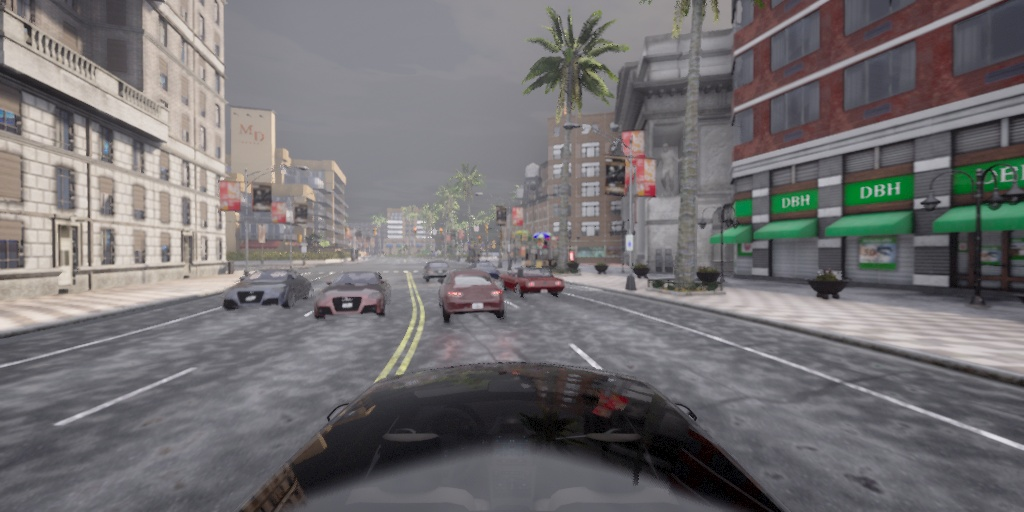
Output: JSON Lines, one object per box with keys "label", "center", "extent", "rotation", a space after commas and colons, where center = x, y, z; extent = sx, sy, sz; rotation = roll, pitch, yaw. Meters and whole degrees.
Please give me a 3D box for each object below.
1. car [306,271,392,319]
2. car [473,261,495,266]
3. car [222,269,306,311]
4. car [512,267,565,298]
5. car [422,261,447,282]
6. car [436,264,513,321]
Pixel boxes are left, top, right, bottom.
{"label": "car", "center": [-5.261, 1.220, 12.310], "extent": [1.994, 1.385, 4.181], "rotation": [0, 1, -14]}
{"label": "car", "center": [-2.320, 1.055, 27.793], "extent": [1.994, 1.385, 4.181], "rotation": [0, 1, -17]}
{"label": "car", "center": [-9.321, 1.214, 13.997], "extent": [1.994, 1.385, 4.181], "rotation": [0, 1, -15]}
{"label": "car", "center": [0.770, 1.190, 17.322], "extent": [1.895, 1.301, 4.718], "rotation": [0, 1, -16]}
{"label": "car", "center": [-5.477, 1.063, 26.216], "extent": [2.033, 1.411, 5.357], "rotation": [0, 1, -17]}
{"label": "car", "center": [-1.465, 1.175, 12.008], "extent": [1.812, 1.442, 4.674], "rotation": [0, 1, -13]}
